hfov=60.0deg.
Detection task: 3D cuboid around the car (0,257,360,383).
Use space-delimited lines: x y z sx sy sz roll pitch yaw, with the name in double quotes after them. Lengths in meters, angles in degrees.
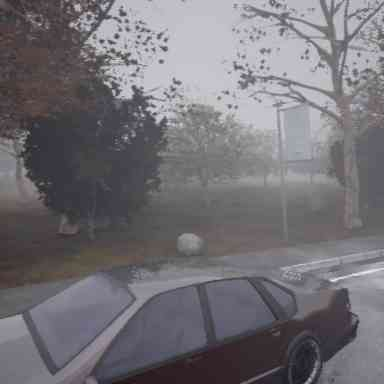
-0.368 1.527 3.597 5.357 1.411 2.033 0 0 -34 "car"
